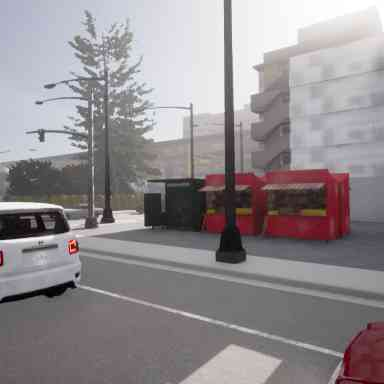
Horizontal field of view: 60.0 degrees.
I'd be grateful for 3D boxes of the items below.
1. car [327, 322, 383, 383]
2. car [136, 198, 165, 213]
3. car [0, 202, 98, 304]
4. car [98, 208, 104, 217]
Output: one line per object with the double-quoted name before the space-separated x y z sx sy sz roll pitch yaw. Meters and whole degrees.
"car" 3.204 1.601 1.698 4.718 1.301 1.895 0 0 35
"car" -4.185 1.483 37.641 2.097 1.767 4.553 -1 -1 36
"car" -4.811 1.234 7.382 5.566 2.045 2.150 0 0 36
"car" -10.147 1.733 29.428 1.895 1.301 4.718 -1 -1 36
